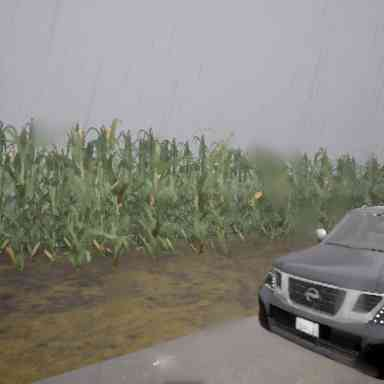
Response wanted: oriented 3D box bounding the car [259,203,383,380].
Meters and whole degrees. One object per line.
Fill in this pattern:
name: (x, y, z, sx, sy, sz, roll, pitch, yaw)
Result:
car: (3.599, 1.224, 5.486, 5.566, 2.045, 2.150, 0, 0, -35)
